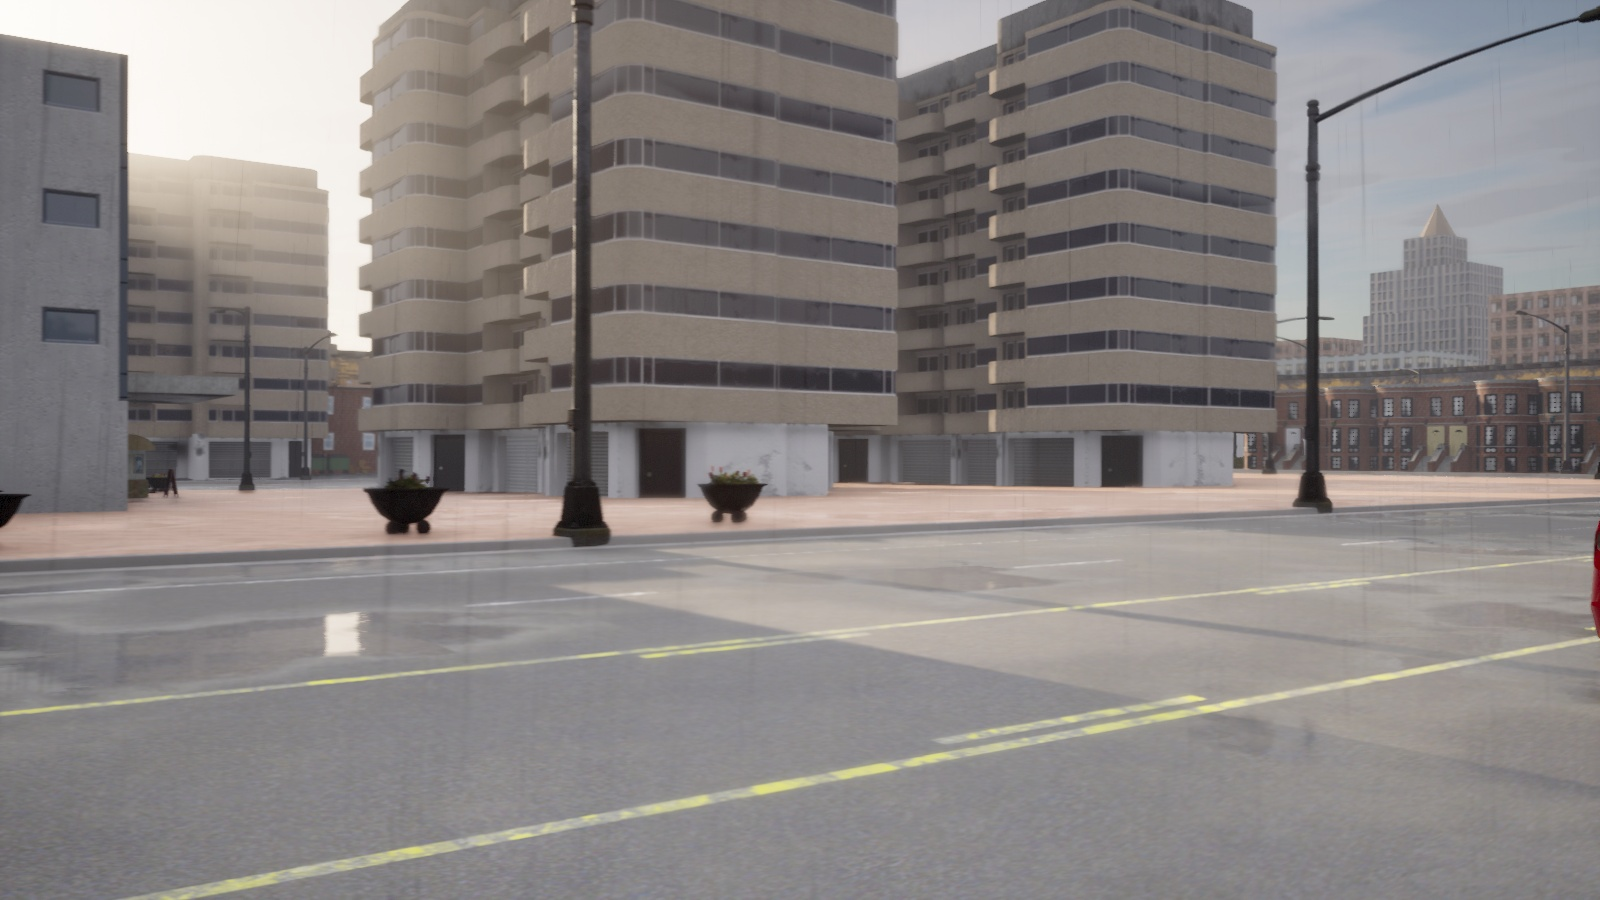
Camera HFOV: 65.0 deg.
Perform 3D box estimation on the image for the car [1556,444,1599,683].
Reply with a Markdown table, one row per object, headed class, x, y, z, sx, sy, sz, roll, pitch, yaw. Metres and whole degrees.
| class | x | y | z | sx | sy | sz | roll | pitch | yaw |
| --- | --- | --- | --- | --- | --- | --- | --- | --- | --- |
| car | 7.578 | 0.728 | 8.938 | 5.008 | 1.535 | 1.882 | 0 | 0 | -35 |
